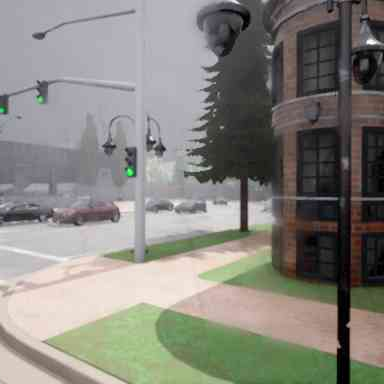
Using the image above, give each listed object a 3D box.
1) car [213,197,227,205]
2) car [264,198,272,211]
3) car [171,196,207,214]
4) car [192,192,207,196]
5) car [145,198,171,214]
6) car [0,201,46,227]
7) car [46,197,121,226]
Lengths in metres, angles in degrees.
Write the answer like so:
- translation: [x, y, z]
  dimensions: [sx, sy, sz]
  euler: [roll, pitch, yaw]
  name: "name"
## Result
- translation: [4.597, 1.426, 54.270]
  dimensions: [1.994, 1.385, 4.181]
  euler: [0, 0, -1]
  name: "car"
- translation: [9.340, 1.453, 38.176]
  dimensions: [1.812, 1.442, 4.674]
  euler: [0, 0, 17]
  name: "car"
- translation: [0.025, 1.429, 33.820]
  dimensions: [1.812, 1.442, 4.674]
  euler: [0, 1, 27]
  name: "car"
- translation: [1.112, 1.074, 54.507]
  dimensions: [2.150, 2.045, 5.566]
  euler: [0, 0, -3]
  name: "car"
- translation: [-3.690, 1.376, 34.237]
  dimensions: [2.128, 1.511, 4.902]
  euler: [0, 0, 27]
  name: "car"
- translation: [-11.640, 1.379, 22.105]
  dimensions: [2.128, 1.511, 4.902]
  euler: [0, 0, 35]
  name: "car"
- translation: [-7.060, 1.257, 22.565]
  dimensions: [2.097, 1.767, 4.553]
  euler: [0, 0, 34]
  name: "car"
